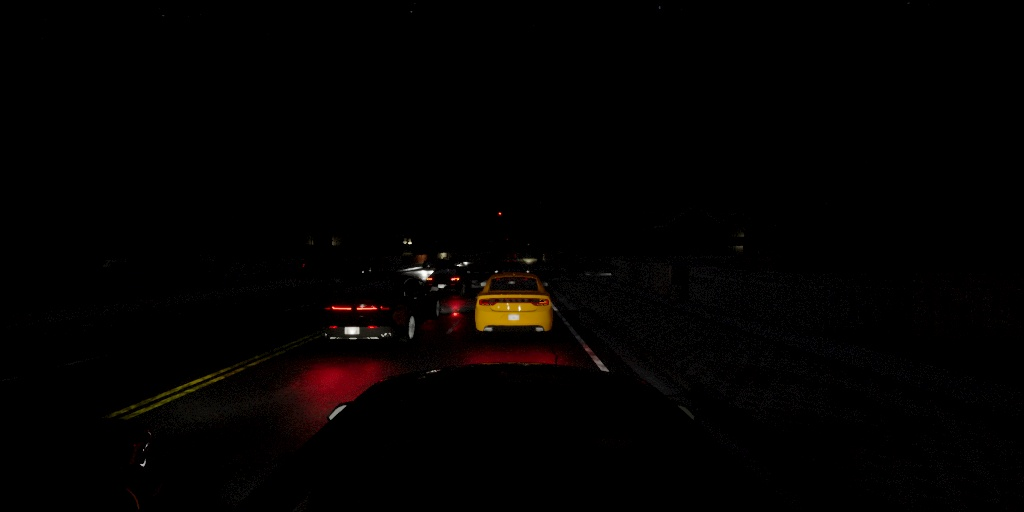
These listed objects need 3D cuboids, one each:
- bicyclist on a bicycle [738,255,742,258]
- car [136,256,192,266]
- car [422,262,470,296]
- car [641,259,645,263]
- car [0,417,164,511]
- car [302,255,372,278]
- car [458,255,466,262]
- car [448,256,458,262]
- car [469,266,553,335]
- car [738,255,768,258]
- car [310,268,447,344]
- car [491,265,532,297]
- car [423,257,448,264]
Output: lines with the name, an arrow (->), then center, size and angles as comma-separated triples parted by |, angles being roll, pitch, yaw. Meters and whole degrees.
bicyclist on a bicycle -> 18.406, 0.782, 28.792 | 0.582, 1.620, 1.656 | 0, 0, -2
car -> -29.977, 1.028, 31.475 | 5.566, 2.045, 2.150 | 0, 1, 3
car -> -3.248, 1.212, 18.899 | 1.812, 1.442, 4.674 | 0, 0, 1
car -> 12.793, 1.012, 34.519 | 5.357, 1.411, 2.033 | -1, 1, -6
car -> -3.149, 1.228, 0.180 | 1.882, 1.535, 5.008 | 0, 0, 0
car -> -15.201, 0.933, 31.246 | 5.566, 2.045, 2.150 | -1, 1, -3
car -> -9.914, 0.655, 63.949 | 1.882, 1.535, 5.008 | 0, 1, 0
car -> -9.934, 0.904, 54.343 | 1.994, 1.385, 4.181 | 0, 1, 0
car -> 0.062, 1.209, 10.475 | 1.882, 1.535, 5.008 | 0, 0, 0
car -> 22.769, 0.735, 34.778 | 4.553, 1.767, 2.097 | 0, 1, -2
car -> -3.190, 1.239, 9.590 | 1.837, 1.490, 4.892 | 0, 0, 0
car -> 0.008, 1.247, 19.364 | 1.994, 1.385, 4.181 | 0, 0, 1
car -> -9.918, 0.932, 45.159 | 2.128, 1.511, 4.902 | 0, 1, 0
